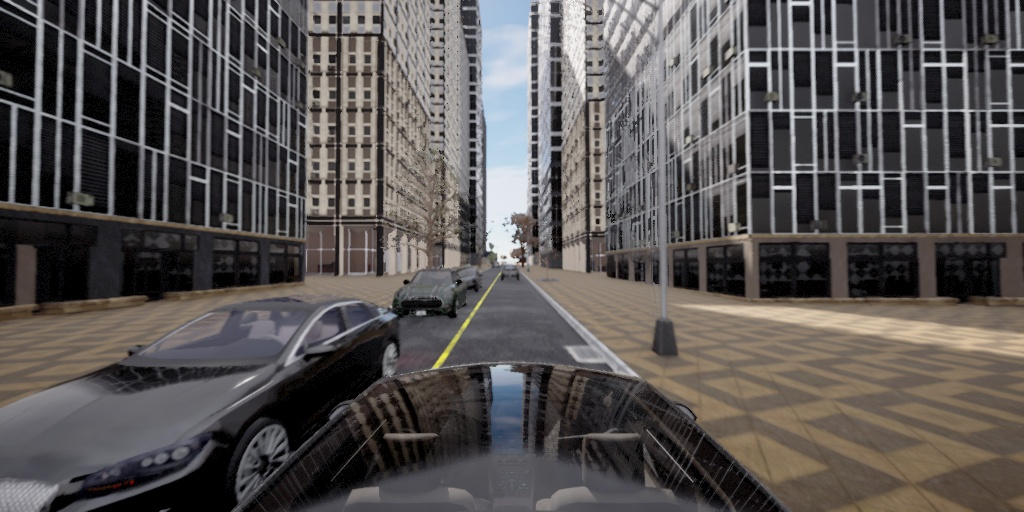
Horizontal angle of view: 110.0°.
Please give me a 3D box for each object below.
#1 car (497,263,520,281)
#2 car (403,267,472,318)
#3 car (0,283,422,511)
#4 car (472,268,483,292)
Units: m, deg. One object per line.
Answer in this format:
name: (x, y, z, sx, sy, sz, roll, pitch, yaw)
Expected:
car: (-0.174, 1.661, 36.373, 2.128, 1.511, 4.902, 0, -1, 0)
car: (-2.929, 1.257, 13.706, 2.097, 1.767, 4.553, 0, -1, -1)
car: (-2.841, 1.283, 4.329, 2.128, 1.511, 4.902, 0, -1, 1)
car: (-3.009, 1.535, 24.067, 1.837, 1.490, 4.892, 0, -1, 0)
